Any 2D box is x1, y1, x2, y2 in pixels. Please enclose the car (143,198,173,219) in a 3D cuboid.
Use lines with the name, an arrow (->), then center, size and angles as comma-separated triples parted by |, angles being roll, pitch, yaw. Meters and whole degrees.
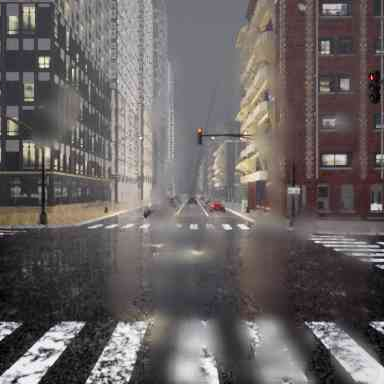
car -> -3.109, 1.551, 29.669 | 2.033, 1.411, 5.357 | 0, 0, 0

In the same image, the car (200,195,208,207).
car -> 2.678, 1.565, 50.082 | 2.008, 1.369, 4.403 | 0, 0, 0

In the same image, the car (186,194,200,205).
car -> -0.015, 1.546, 59.763 | 1.812, 1.442, 4.674 | 0, 0, 0

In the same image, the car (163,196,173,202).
car -> -5.710, 1.586, 78.322 | 2.008, 1.369, 4.403 | 0, 0, 0

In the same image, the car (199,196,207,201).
car -> 2.669, 1.623, 83.974 | 1.802, 1.307, 4.206 | 0, 0, 0

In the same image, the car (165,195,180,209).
car -> -3.108, 1.517, 46.519 | 1.837, 1.490, 4.892 | 0, 0, 0

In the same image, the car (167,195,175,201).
car -> -5.713, 1.592, 89.620 | 1.887, 1.381, 4.507 | 0, 0, 0

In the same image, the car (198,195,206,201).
car -> 2.667, 1.487, 89.622 | 1.967, 1.590, 4.097 | 0, 0, 0

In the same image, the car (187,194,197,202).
car -> -0.017, 1.215, 69.736 | 2.097, 1.767, 4.553 | 0, 0, 0

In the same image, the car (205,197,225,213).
car -> 2.732, 1.589, 37.165 | 1.802, 1.307, 4.206 | 0, 0, 0

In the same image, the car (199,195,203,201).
car -> 2.677, 1.569, 55.730 | 2.008, 1.369, 4.403 | 0, 0, 0
